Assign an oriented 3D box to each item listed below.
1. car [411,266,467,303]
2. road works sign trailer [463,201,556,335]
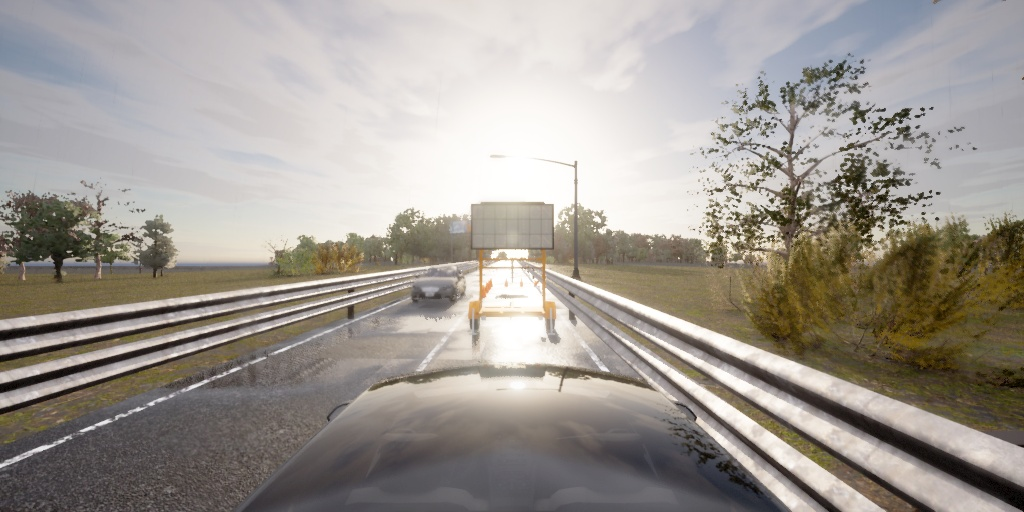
[{"bbox_3d":[-3.244,1.247,16.623,2.128,1.511,4.902,0,0,0],"label":"car"},{"bbox_3d":[0.014,0.218,10.494,2.380,3.560,2.880,0,0,0],"label":"road works sign trailer"}]
